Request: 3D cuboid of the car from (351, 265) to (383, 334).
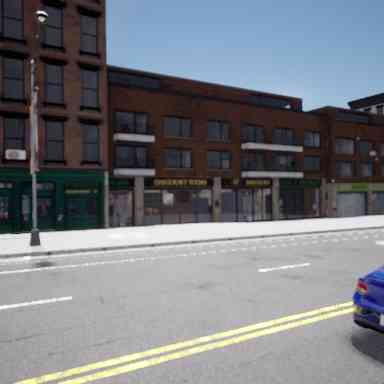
[{"bbox_3d":[4.626,1.566,5.478,4.674,1.442,1.812,0,0,-29],"label":"car"}]
